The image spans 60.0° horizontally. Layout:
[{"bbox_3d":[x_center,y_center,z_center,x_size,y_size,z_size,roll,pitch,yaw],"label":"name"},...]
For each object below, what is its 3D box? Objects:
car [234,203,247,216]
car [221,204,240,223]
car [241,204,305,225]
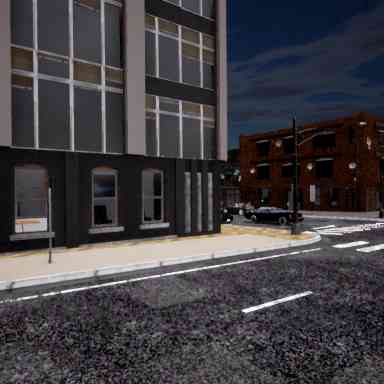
[{"bbox_3d":[5.263,1.920,38.109,2.008,1.369,4.403,-2,0,-37],"label":"car"},{"bbox_3d":[1.636,1.935,28.516,1.947,1.339,4.313,-2,0,-37],"label":"car"},{"bbox_3d":[6.517,1.872,26.550,1.895,1.301,4.718,-1,0,-37],"label":"car"}]
